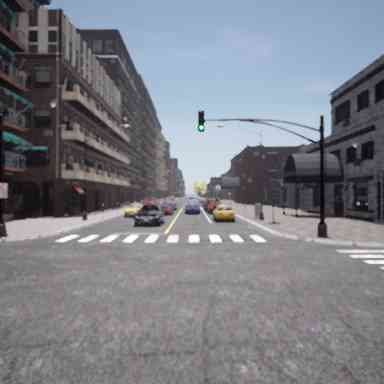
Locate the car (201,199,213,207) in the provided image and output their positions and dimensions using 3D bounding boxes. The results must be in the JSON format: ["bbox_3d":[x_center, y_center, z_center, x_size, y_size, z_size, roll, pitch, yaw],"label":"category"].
[{"bbox_3d":[2.674,1.956,61.451,2.008,1.369,4.403,0,0,0],"label":"car"}]

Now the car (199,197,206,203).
[{"bbox_3d":[2.667,2.098,83.778,1.752,1.417,4.829,0,0,0],"label":"car"}]

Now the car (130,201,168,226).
[{"bbox_3d":[-3.102,1.687,24.974,1.812,1.442,4.674,0,0,0],"label":"car"}]

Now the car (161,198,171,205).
[{"bbox_3d":[-5.710,2.035,72.527,1.887,1.381,4.507,0,0,0],"label":"car"}]

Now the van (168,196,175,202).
[{"bbox_3d":[-5.717,2.004,94.686,1.690,1.788,3.998,0,0,0],"label":"van"}]

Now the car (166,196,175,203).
[{"bbox_3d":[-5.715,1.933,89.146,2.192,1.841,5.009,0,0,0],"label":"car"}]

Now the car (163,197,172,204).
[{"bbox_3d":[-5.711,1.972,78.066,1.967,1.590,4.097,0,0,0],"label":"car"}]

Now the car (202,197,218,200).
[{"bbox_3d":[2.680,1.604,44.836,2.192,1.841,5.009,0,0,0],"label":"car"}]

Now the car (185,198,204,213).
[{"bbox_3d":[0.088,1.809,40.625,2.033,1.411,5.357,0,0,0],"label":"car"}]

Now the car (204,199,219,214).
[{"bbox_3d":[2.681,1.833,39.295,1.802,1.307,4.206,0,0,0],"label":"car"}]

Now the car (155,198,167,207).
[{"bbox_3d":[-5.706,1.933,61.278,1.752,1.417,4.829,0,0,0],"label":"car"}]

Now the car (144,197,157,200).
[{"bbox_3d":[-5.701,1.607,44.833,2.192,1.841,5.009,0,0,0],"label":"car"}]

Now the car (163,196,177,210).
[{"bbox_3d":[-3.086,1.792,46.791,2.128,1.511,4.902,0,0,1],"label":"car"}]

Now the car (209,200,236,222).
[{"bbox_3d":[2.684,1.706,28.387,1.752,1.417,4.829,0,0,0],"label":"car"}]

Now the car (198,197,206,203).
[{"bbox_3d":[2.665,2.166,89.147,2.008,1.369,4.403,0,0,0],"label":"car"}]

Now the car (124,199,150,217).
[{"bbox_3d":[-5.698,1.743,33.583,1.752,1.417,4.829,0,0,0],"label":"car"}]

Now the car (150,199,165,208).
[{"bbox_3d":[-5.705,1.920,55.909,2.008,1.369,4.403,0,0,0],"label":"car"}]

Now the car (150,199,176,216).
[{"bbox_3d":[-3.095,1.795,35.728,1.994,1.385,4.181,0,0,1],"label":"car"}]
